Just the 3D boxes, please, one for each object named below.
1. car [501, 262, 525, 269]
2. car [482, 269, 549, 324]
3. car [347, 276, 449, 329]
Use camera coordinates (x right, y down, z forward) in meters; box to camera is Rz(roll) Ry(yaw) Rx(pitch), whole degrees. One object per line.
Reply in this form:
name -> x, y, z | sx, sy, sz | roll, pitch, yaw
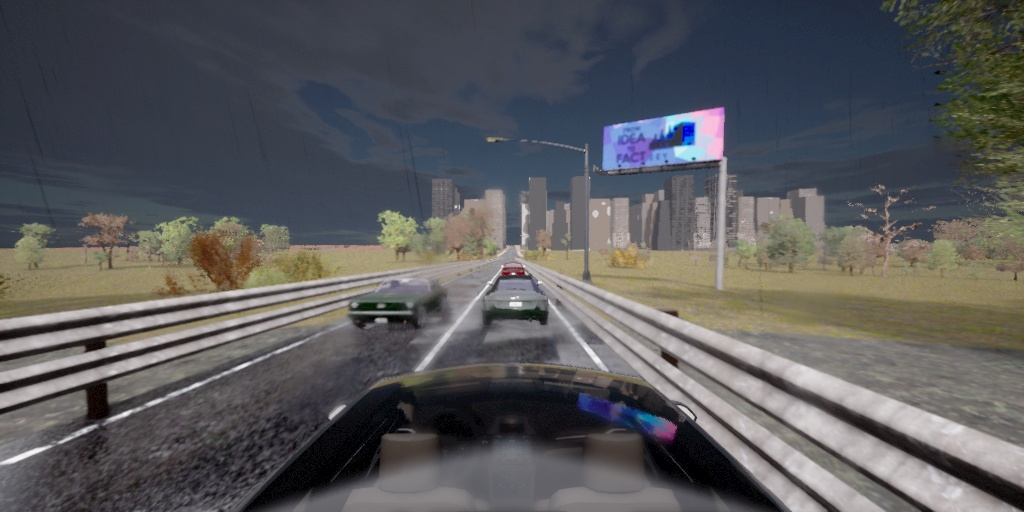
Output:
car -> 0.111, 1.218, 30.200 | 1.882, 1.535, 5.008 | 0, 0, 0
car -> 0.105, 1.310, 11.978 | 1.994, 1.385, 4.181 | 0, 0, 0
car -> -3.342, 1.348, 11.397 | 1.895, 1.301, 4.718 | 0, 0, 0
